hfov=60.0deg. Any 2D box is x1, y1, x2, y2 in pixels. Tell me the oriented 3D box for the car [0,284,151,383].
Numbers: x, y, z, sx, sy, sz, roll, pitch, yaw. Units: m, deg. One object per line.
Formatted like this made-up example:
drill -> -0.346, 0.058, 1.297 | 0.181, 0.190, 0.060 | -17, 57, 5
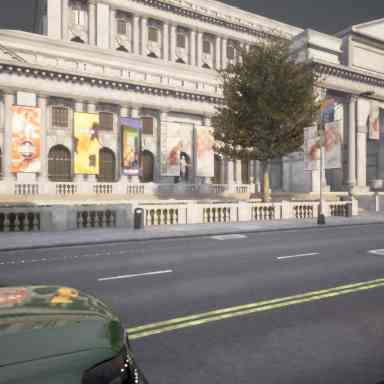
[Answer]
car -> -2.890, 1.222, 1.502 | 5.566, 2.045, 2.150 | 0, 0, -37
